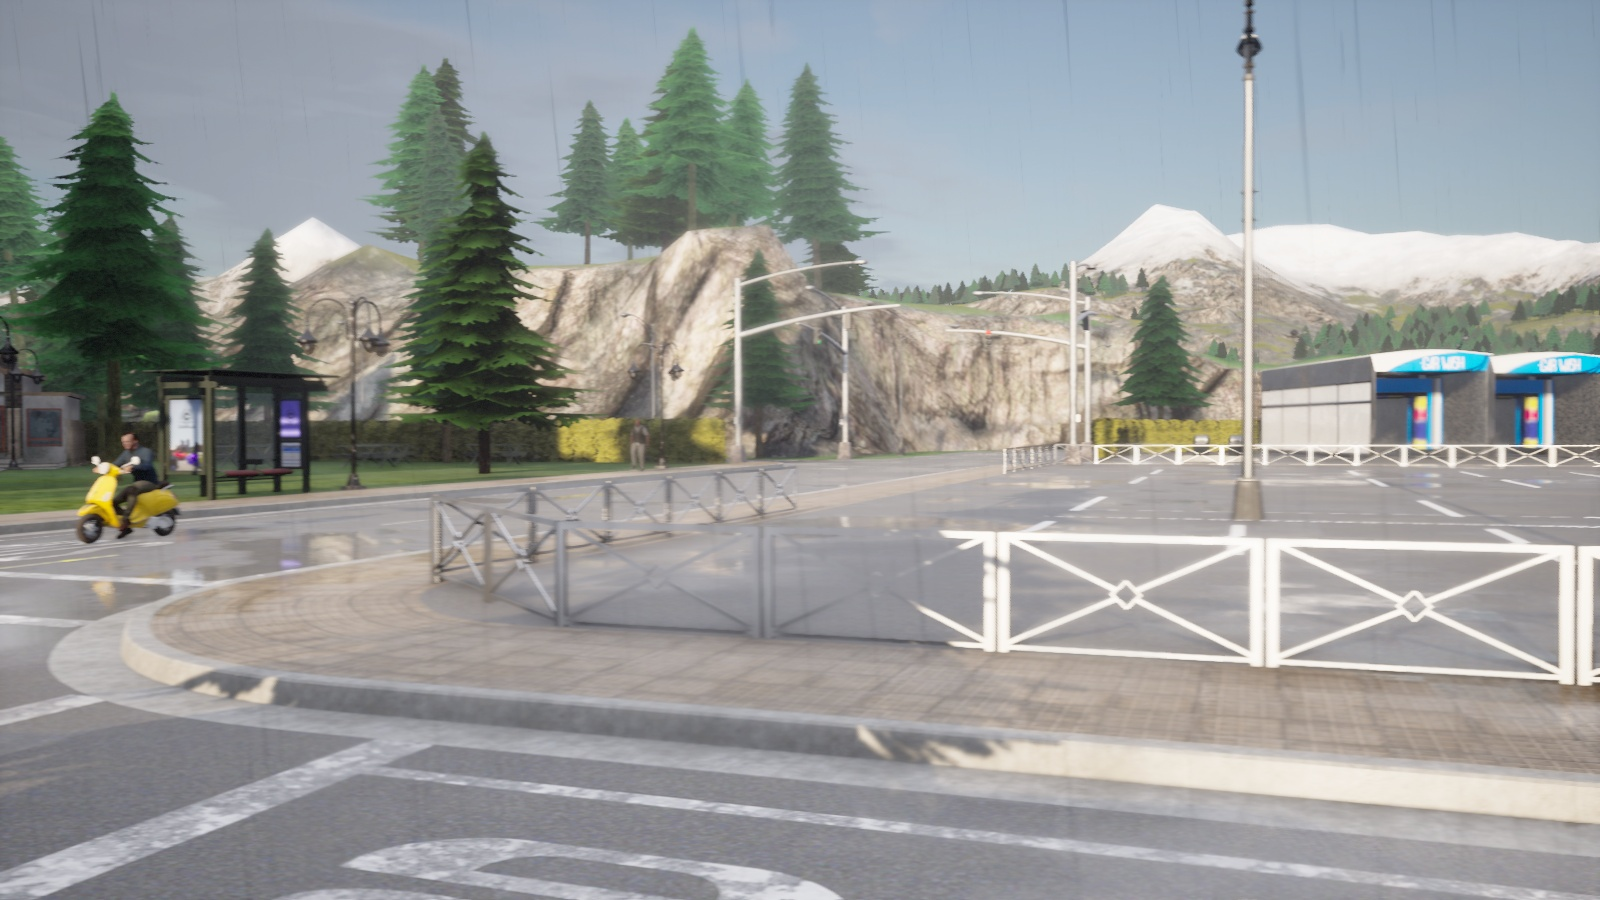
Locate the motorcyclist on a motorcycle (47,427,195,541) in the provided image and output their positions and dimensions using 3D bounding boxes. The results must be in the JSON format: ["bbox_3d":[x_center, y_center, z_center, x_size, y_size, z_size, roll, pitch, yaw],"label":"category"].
[{"bbox_3d":[-9.979,0.458,18.536,0.866,1.590,1.817,1,1,19],"label":"motorcyclist on a motorcycle"}]

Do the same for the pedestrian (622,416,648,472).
[{"bbox_3d":[-5.628,-0.218,42.847,0.563,1.883,0.849,0,1,17],"label":"pedestrian"}]
